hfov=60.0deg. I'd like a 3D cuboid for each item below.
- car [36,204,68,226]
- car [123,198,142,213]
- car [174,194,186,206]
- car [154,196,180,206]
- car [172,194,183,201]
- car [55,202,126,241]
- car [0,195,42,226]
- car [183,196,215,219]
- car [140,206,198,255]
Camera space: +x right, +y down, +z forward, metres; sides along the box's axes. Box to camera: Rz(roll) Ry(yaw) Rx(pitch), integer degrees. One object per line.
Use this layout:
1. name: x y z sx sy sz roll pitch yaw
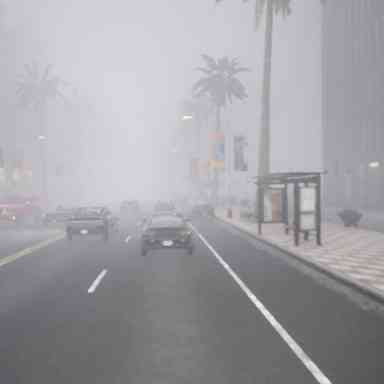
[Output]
1. car: -9.007 1.577 23.605 1.895 1.301 4.718 0 0 -5
2. car: -6.408 1.404 35.115 2.128 1.511 4.902 0 0 -5
3. car: -1.843 1.150 57.107 2.185 1.767 4.553 0 0 -5
4. car: -2.567 1.390 31.435 2.128 1.511 4.902 0 0 -5
5. car: -3.479 1.237 78.978 2.161 1.482 4.786 0 0 -5
6. car: -4.765 1.463 16.465 2.128 1.511 4.902 0 0 -5
7. car: -12.531 1.226 23.731 2.150 2.045 5.566 0 0 -5
8. car: 0.752 1.369 27.848 2.231 1.521 4.892 0 0 -5
9. car: -0.988 1.482 13.107 1.812 1.442 4.674 0 0 -5
